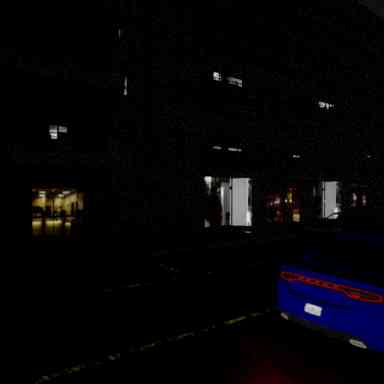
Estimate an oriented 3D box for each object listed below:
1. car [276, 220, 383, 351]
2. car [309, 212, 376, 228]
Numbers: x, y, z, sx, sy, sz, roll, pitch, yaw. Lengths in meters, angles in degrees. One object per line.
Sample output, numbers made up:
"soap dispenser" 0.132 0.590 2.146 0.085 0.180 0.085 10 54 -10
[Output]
"car" 3.701 1.478 6.072 5.008 1.535 1.882 0 0 -35
"car" 7.172 1.583 15.538 4.206 1.307 1.802 0 0 -35
